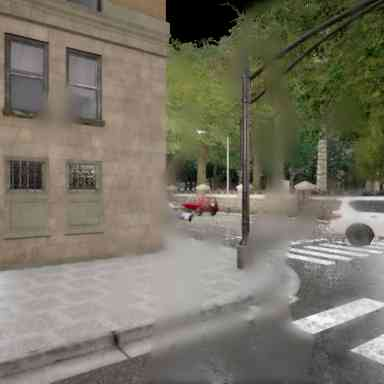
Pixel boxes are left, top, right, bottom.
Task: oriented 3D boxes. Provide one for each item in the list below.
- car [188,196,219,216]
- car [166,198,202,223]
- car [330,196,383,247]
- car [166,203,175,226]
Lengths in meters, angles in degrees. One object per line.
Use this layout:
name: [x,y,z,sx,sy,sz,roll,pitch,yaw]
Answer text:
car: [0.507,1.285,31.760,2.192,1.841,5.009,0,0,-35]
car: [-1.749,1.466,24.881,2.128,1.511,4.902,0,0,-35]
car: [8.616,1.217,13.547,5.566,2.045,2.150,0,0,31]
car: [-3.260,1.544,22.222,1.947,1.339,4.313,0,0,-35]
